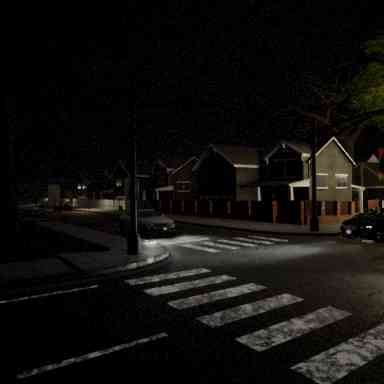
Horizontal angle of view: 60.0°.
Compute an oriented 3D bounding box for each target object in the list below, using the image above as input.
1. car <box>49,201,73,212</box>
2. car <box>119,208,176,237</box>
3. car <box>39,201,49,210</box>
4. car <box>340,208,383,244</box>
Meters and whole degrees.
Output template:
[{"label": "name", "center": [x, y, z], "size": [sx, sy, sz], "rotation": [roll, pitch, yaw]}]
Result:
[{"label": "car", "center": [-18.257, 1.984, 47.009], "size": [2.128, 1.511, 4.902], "rotation": [-1, 0, -34]}, {"label": "car", "center": [-2.798, 1.717, 19.744], "size": [1.812, 1.442, 4.674], "rotation": [-1, 0, -35]}, {"label": "car", "center": [-24.231, 2.185, 55.540], "size": [1.994, 1.385, 4.181], "rotation": [-1, 0, -35]}, {"label": "car", "center": [9.222, 1.486, 15.432], "size": [4.902, 1.511, 2.128], "rotation": [0, 0, -19]}]
